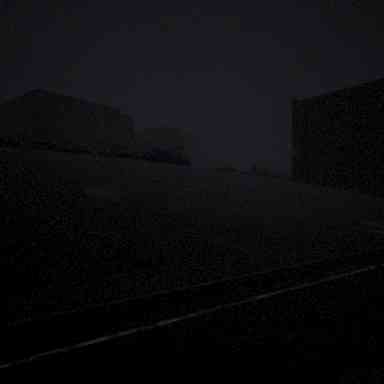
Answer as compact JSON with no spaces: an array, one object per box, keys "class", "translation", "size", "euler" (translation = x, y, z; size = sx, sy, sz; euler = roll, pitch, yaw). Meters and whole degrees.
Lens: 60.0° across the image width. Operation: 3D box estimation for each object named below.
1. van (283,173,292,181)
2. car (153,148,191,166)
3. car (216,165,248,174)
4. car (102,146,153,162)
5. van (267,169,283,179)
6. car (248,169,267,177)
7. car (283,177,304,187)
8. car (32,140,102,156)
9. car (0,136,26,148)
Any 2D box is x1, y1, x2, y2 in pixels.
[{"class":"van","translation":[15.356,-2.271,56.519],"size":[1.878,1.987,4.442],"euler":[0,-2,38]},{"class":"car","translation":[-2.530,-3.362,35.275],"size":[2.435,2.045,5.566],"euler":[0,-1,44]},{"class":"car","translation":[4.809,-2.713,43.510],"size":[2.002,1.452,4.674],"euler":[0,-2,41]},{"class":"car","translation":[-6.408,-3.385,31.219],"size":[2.185,1.767,4.553],"euler":[0,-1,45]},{"class":"van","translation":[11.967,-2.527,52.145],"size":[1.878,1.987,4.442],"euler":[0,-2,39]},{"class":"car","translation":[8.375,-2.501,47.748],"size":[2.002,1.452,4.674],"euler":[0,-2,40]},{"class":"car","translation":[18.609,-1.750,60.881],"size":[2.163,1.488,4.792],"euler":[1,-2,37]},{"class":"car","translation":[-10.377,-3.386,27.216],"size":[4.892,1.521,2.231],"euler":[2,-1,-44]},{"class":"car","translation":[-14.280,-3.451,23.452],"size":[4.674,1.452,2.002],"euler":[1,-1,-43]}]
